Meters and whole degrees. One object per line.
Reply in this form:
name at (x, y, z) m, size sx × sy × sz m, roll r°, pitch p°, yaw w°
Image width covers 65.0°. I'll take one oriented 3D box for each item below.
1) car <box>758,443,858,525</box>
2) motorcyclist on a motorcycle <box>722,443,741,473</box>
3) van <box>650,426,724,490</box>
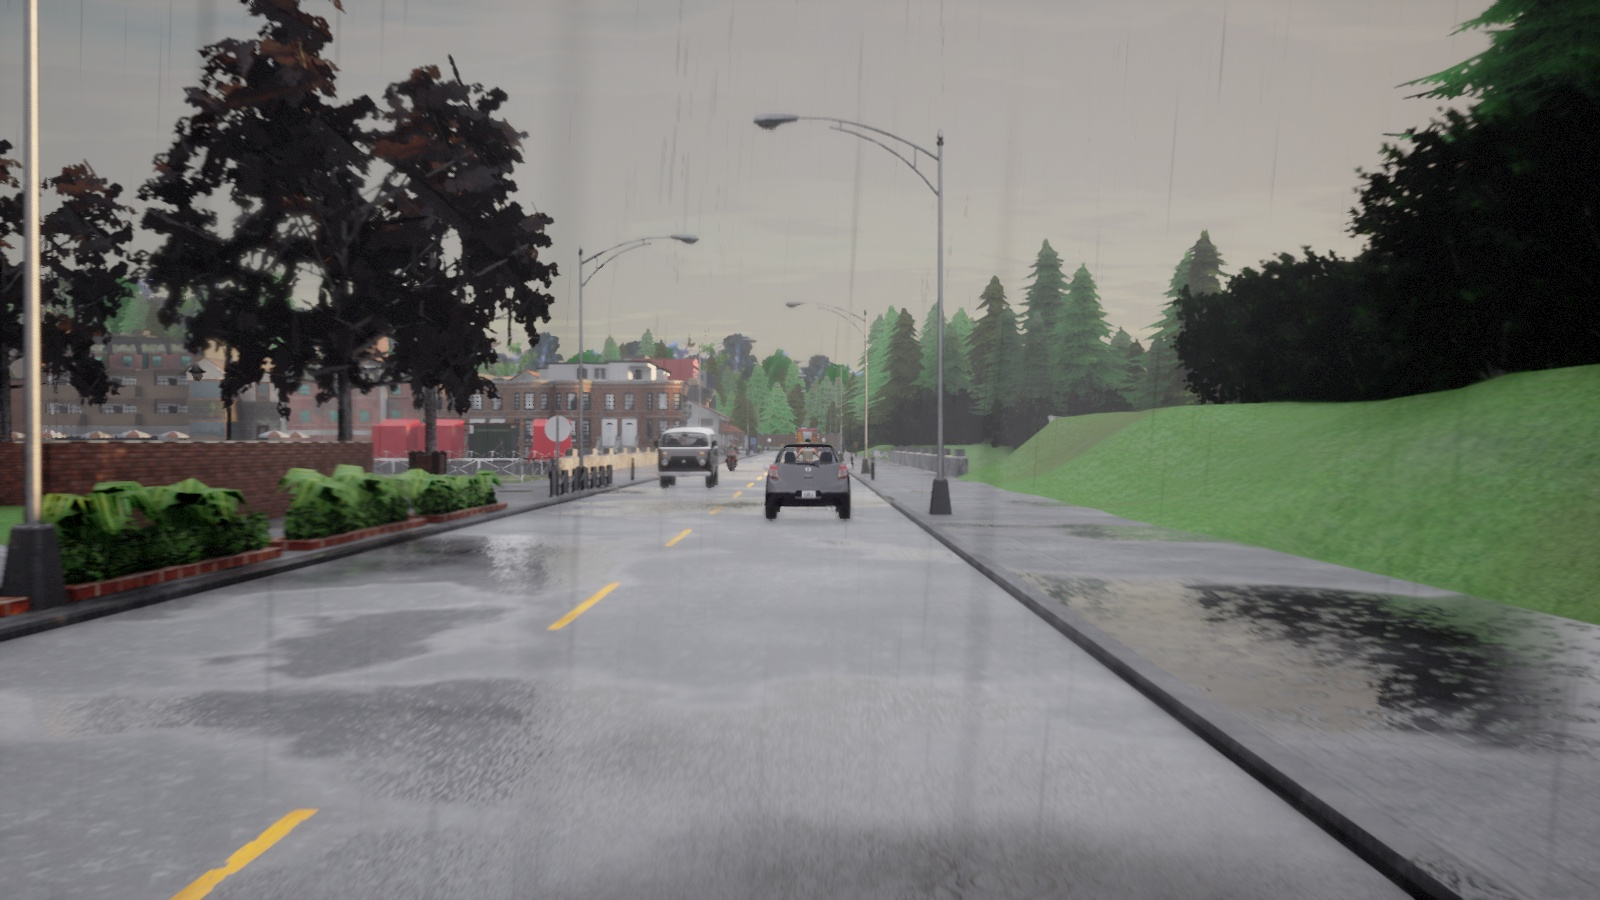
car at (0.161, 0.621, 25.132) m, size 1.845 × 1.501 × 3.633 m, roll 0°, pitch 0°, yaw 0°
motorcyclist on a motorcycle at (-3.601, 0.411, 65.979) m, size 0.866 × 1.530 × 2.191 m, roll 0°, pitch 0°, yaw 0°
van at (-3.739, 0.230, 42.221) m, size 2.069 × 2.038 × 4.480 m, roll 0°, pitch 1°, yaw 0°
